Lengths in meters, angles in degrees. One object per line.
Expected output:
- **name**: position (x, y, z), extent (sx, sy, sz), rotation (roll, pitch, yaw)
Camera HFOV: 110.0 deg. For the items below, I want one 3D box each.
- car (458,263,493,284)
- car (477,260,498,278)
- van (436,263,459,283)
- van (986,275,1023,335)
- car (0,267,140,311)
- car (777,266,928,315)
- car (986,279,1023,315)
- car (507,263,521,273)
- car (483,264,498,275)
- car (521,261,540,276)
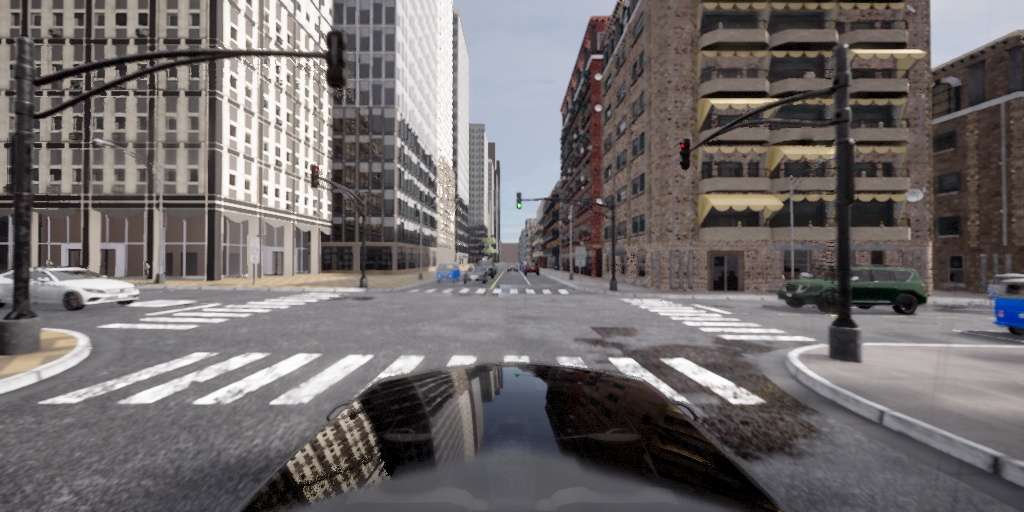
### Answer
- **car**: position (-3.100, 1.640, 31.402), extent (2.128, 1.511, 4.902), rotation (0, -1, 0)
- **car**: position (-3.097, 1.505, 41.298), extent (2.150, 2.045, 5.566), rotation (0, -1, 0)
- **van**: position (-5.689, 1.501, 32.260), extent (1.690, 1.789, 3.998), rotation (0, 0, 0)
- **van**: position (16.913, 1.569, 10.499), extent (3.998, 1.789, 1.690), rotation (0, 0, 0)
- **car**: position (-16.540, 1.140, 13.146), extent (4.674, 1.442, 1.812), rotation (1, -1, 1)
- **car**: position (15.460, 1.491, 16.434), extent (5.566, 2.045, 2.150), rotation (1, -1, 0)
- **car**: position (25.469, 1.940, 16.447), extent (5.008, 1.535, 1.882), rotation (1, -1, 0)
- **car**: position (0.102, 2.163, 61.505), extent (1.895, 1.301, 4.718), rotation (0, -1, 0)
- **car**: position (-3.084, 1.903, 51.609), extent (1.882, 1.535, 5.008), rotation (0, -1, 0)
- **car**: position (2.692, 1.703, 48.912), extent (2.192, 1.841, 5.009), rotation (0, 0, 0)
